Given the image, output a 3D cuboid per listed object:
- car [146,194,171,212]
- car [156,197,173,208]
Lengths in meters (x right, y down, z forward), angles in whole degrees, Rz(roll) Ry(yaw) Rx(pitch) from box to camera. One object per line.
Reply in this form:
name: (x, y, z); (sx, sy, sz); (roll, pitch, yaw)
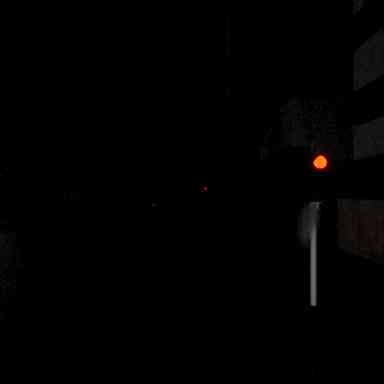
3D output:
car: (-4.138, 1.221, 39.674); (2.150, 2.045, 5.566); (0, 0, 0)
car: (-4.120, 1.547, 50.318); (2.033, 1.411, 5.357); (0, 0, 1)
